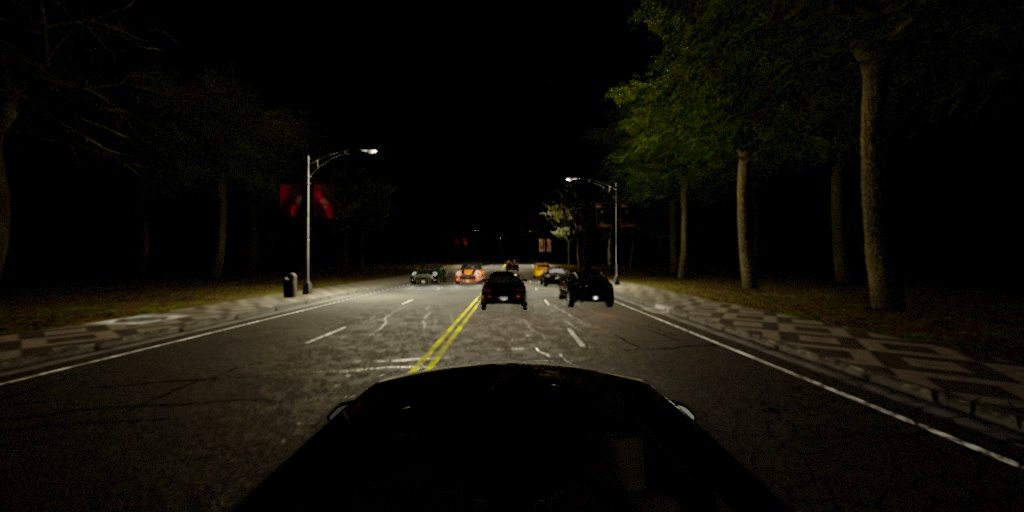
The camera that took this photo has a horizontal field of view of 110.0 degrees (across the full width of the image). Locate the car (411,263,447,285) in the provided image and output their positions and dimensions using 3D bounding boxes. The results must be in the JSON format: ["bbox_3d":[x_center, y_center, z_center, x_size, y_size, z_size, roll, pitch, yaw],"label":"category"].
[{"bbox_3d":[-6.618,1.357,28.964,2.097,1.767,4.553,0,-1,0],"label":"car"}]

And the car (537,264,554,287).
[{"bbox_3d":[3.233,1.554,27.322,1.994,1.385,4.181,0,-1,0],"label":"car"}]

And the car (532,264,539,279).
[{"bbox_3d":[3.226,1.567,38.323,1.882,1.535,5.008,0,-1,0],"label":"car"}]

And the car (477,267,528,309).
[{"bbox_3d":[-0.294,1.409,15.559,1.812,1.442,4.674,0,0,0],"label":"car"}]

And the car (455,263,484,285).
[{"bbox_3d":[-3.368,1.361,29.483,2.097,1.767,4.553,0,-1,0],"label":"car"}]

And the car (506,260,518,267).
[{"bbox_3d":[0.064,1.689,55.687,2.128,1.511,4.902,0,0,0],"label":"car"}]

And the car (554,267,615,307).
[{"bbox_3d":[3.241,1.394,16.324,1.837,1.490,4.892,0,-1,0],"label":"car"}]
